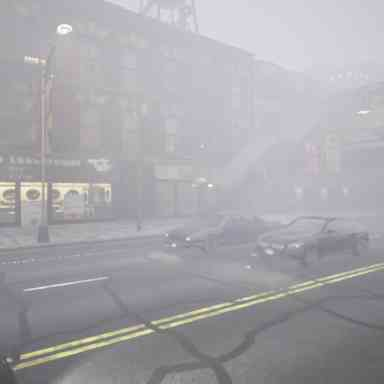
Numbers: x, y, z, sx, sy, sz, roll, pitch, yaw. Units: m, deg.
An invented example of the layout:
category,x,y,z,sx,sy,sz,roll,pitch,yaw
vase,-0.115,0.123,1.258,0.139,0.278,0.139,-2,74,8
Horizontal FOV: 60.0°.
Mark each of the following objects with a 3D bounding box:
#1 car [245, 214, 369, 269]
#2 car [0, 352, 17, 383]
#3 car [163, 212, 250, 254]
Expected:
category,x,y,z,sx,sy,sz,roll,pitch,yaw
car,4.214,1.526,11.282,4.674,1.442,1.812,0,0,-35
car,-3.031,1.564,1.550,4.181,1.385,1.994,0,0,-36
car,1.513,1.547,13.656,5.357,1.411,2.033,0,0,-35
